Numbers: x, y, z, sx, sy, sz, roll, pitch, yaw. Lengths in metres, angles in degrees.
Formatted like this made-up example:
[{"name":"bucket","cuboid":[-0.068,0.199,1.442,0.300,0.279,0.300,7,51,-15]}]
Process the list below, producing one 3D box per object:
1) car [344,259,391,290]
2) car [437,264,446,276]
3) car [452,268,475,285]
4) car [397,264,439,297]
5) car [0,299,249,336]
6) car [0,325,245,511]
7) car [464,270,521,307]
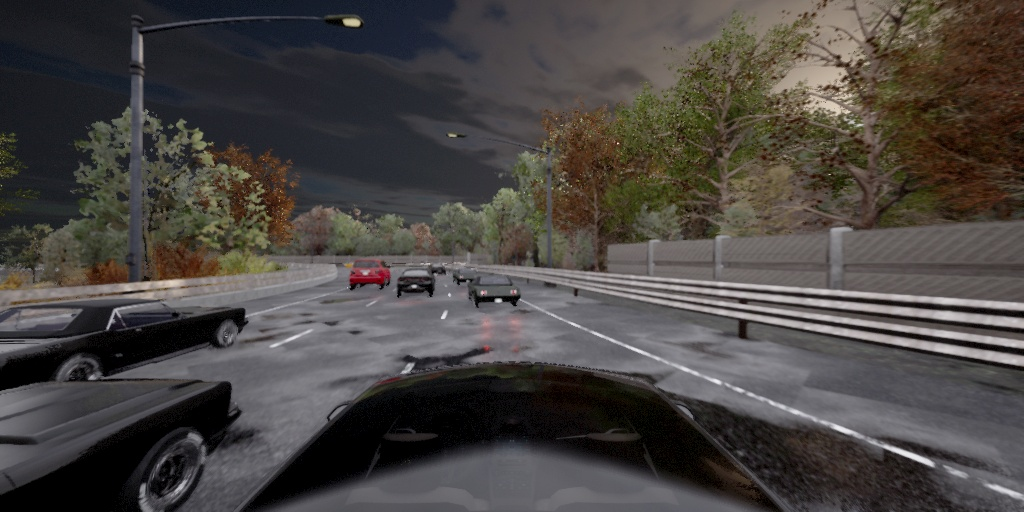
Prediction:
[{"name":"car","cuboid":[-9.998,1.254,25.541,2.150,2.045,5.566,0,-1,-13]},{"name":"car","cuboid":[-9.982,1.742,46.726,1.882,1.535,5.008,0,-1,-24]},{"name":"car","cuboid":[-3.864,1.666,29.727,1.895,1.301,4.718,0,-1,-15]},{"name":"car","cuboid":[-5.454,1.449,20.858,1.882,1.535,5.008,0,-1,-10]},{"name":"car","cuboid":[-7.174,1.419,6.460,1.895,1.301,4.718,0,-1,-3]},{"name":"car","cuboid":[-3.516,1.354,1.260,1.895,1.301,4.718,0,-1,0]},{"name":"car","cuboid":[-0.975,1.515,16.503,1.895,1.301,4.718,0,-1,-11]}]
